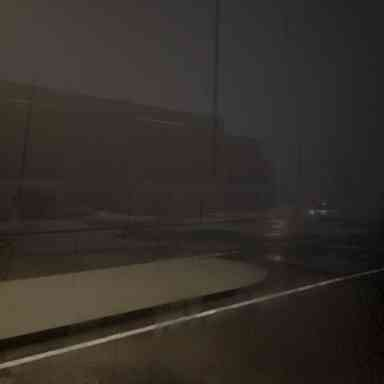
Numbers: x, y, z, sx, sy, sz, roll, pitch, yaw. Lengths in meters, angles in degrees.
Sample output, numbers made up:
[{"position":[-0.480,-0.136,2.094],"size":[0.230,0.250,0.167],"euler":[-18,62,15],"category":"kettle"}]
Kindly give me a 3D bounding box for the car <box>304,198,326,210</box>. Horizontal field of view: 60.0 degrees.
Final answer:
[{"position":[18.036,1.697,48.938],"size":[2.097,1.767,4.553],"euler":[0,0,5],"category":"car"}]
